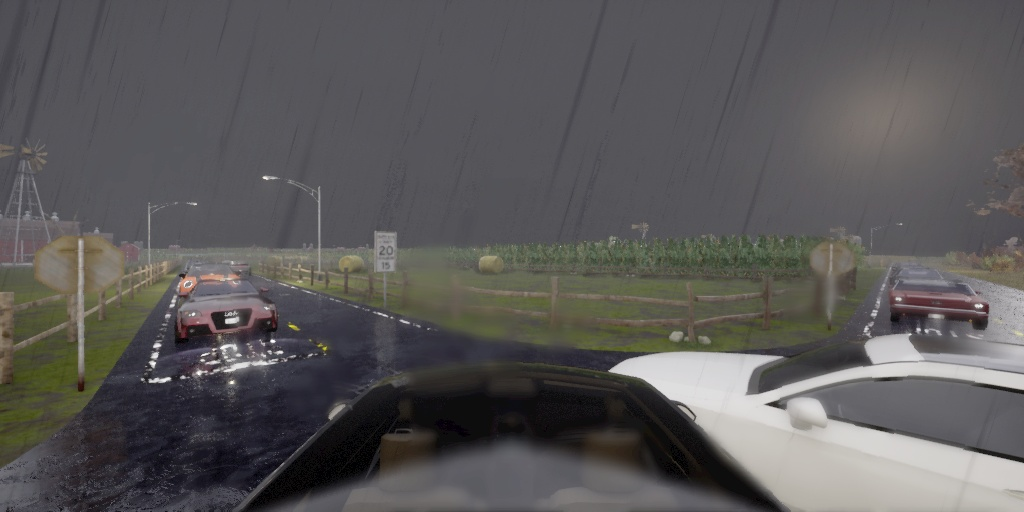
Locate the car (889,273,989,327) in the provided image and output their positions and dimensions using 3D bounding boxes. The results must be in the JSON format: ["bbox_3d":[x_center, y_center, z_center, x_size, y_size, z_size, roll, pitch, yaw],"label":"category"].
[{"bbox_3d":[13.479,1.399,11.516,4.718,1.301,1.895,0,1,-43],"label":"car"}]

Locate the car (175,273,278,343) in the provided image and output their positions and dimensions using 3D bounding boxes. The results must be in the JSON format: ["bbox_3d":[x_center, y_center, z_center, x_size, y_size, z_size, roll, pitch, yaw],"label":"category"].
[{"bbox_3d":[-7.974,1.355,9.968,1.994,1.385,4.181,0,0,-43],"label":"car"}]

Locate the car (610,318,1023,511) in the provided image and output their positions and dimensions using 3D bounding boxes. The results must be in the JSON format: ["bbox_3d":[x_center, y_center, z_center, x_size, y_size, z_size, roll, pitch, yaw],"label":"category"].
[{"bbox_3d":[2.831,1.294,2.418,1.812,1.442,4.674,0,1,-44],"label":"car"}]

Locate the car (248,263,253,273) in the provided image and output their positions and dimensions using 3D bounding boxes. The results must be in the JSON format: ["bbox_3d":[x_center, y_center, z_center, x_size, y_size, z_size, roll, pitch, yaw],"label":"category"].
[{"bbox_3d":[-27.102,1.284,35.616,2.128,1.511,4.902,0,0,-42],"label":"car"}]

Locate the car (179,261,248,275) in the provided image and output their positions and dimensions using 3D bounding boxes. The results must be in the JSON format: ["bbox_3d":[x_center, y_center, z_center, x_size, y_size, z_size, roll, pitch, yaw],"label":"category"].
[{"bbox_3d":[-13.772,1.140,16.432,2.097,1.767,4.553,0,0,-42],"label":"car"}]

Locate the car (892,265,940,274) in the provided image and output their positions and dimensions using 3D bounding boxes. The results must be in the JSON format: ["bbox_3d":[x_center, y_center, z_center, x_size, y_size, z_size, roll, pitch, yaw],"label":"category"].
[{"bbox_3d":[20.535,1.365,18.103,5.357,1.411,2.033,0,1,-43],"label":"car"}]

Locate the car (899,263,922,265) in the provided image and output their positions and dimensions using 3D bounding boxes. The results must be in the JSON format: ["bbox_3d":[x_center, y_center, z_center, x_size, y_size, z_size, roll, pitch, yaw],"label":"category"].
[{"bbox_3d":[27.268,1.403,24.381,4.181,1.385,1.994,0,1,-43],"label":"car"}]

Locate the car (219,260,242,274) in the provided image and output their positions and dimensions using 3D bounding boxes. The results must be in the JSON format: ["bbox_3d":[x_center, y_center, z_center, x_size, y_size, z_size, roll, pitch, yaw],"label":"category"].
[{"bbox_3d":[-33.848,1.306,43.051,1.837,1.490,4.892,0,0,-42],"label":"car"}]
